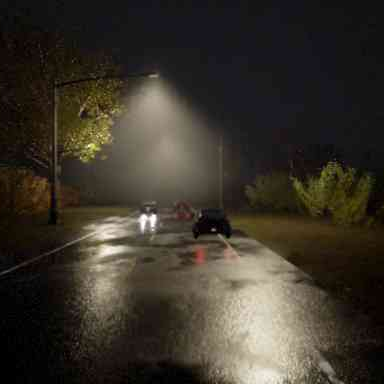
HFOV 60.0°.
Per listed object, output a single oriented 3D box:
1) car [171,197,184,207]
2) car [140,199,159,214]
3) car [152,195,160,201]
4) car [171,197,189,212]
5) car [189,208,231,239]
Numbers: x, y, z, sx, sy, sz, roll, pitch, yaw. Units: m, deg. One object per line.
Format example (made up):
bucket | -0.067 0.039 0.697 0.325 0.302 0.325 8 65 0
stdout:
car | -2.381 1.642 54.489 1.837 1.490 4.892 0 0 -5
car | -4.788 1.607 37.539 2.128 1.511 4.902 0 0 -3
car | -8.440 1.485 77.937 1.895 1.301 4.718 0 0 -7
car | -1.321 1.642 40.764 1.812 1.442 4.674 0 0 -4
car | 0.954 1.591 17.806 1.812 1.442 4.674 0 0 -2
